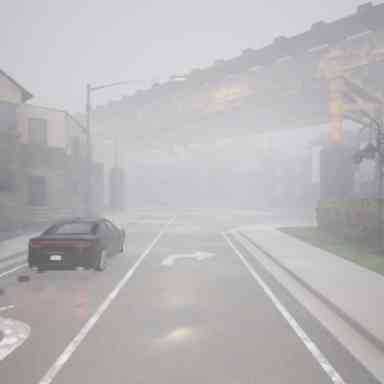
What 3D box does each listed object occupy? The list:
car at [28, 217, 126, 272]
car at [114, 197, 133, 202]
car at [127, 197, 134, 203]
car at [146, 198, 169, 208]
[{"bbox_3d":[-3.499,1.567,11.032,1.882,1.535,5.008,0,-1,0],"label":"car"},{"bbox_3d":[-16.777,1.742,81.594,4.536,1.218,1.853,0,0,-15],"label":"car"},{"bbox_3d":[-16.827,1.899,81.580,4.974,1.542,2.038,0,0,-15],"label":"car"},{"bbox_3d":[-5.680,1.839,54.621,1.837,1.490,4.892,5,-4,-42],"label":"car"}]
